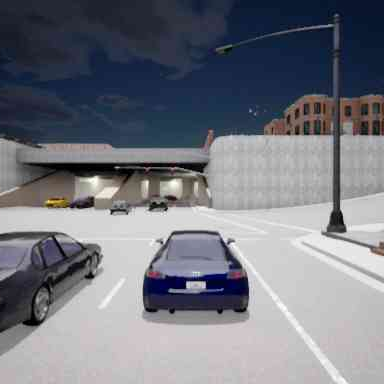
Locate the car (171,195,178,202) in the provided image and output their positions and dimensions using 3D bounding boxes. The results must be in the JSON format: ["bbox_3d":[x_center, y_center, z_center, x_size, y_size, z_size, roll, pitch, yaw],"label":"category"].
[{"bbox_3d":[-4.591,1.457,76.612,1.812,1.442,4.674,0,0,9],"label":"car"}]

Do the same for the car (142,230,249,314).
[{"bbox_3d":[0.075,1.557,7.675,1.994,1.385,4.181,0,0,0],"label":"car"}]

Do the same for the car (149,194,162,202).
[{"bbox_3d":[-8.272,1.287,75.256,2.097,1.767,4.553,0,0,6],"label":"car"}]

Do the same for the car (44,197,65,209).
[{"bbox_3d":[-18.327,1.438,45.183,1.882,1.535,5.008,0,0,-1],"label":"car"}]

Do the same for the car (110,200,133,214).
[{"bbox_3d":[-7.428,1.517,35.347,2.033,1.411,5.357,0,0,-4],"label":"car"}]

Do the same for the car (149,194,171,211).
[{"bbox_3d":[-3.982,1.316,40.652,2.097,1.767,4.553,0,0,-2],"label":"car"}]

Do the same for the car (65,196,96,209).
[{"bbox_3d":[-14.819,1.508,44.764,2.033,1.411,5.357,0,0,-1],"label":"car"}]

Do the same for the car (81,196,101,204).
[{"bbox_3d":[-18.700,1.438,61.791,2.128,1.511,4.902,0,0,-1],"label":"car"}]

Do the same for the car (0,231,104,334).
[{"bbox_3d":[-3.426,1.541,6.977,2.033,1.411,5.357,0,0,0],"label":"car"}]

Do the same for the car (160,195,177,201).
[{"bbox_3d":[-5.951,1.443,84.942,2.033,1.411,5.357,0,0,24],"label":"car"}]
